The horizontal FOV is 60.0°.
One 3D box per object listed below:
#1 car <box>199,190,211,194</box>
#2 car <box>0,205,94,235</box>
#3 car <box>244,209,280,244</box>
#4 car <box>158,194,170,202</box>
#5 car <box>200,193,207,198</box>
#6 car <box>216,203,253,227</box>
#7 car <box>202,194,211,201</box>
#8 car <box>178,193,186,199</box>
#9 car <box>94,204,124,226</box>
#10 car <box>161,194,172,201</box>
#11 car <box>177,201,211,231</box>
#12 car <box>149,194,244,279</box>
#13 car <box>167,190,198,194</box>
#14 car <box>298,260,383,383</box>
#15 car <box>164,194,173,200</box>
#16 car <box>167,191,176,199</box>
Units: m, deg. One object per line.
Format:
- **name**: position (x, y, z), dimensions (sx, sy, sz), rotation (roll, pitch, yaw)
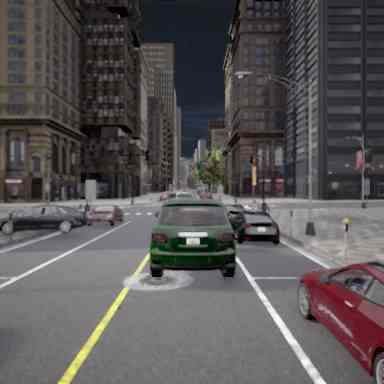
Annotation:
- **car**: position (3.023, 0.984, 65.939), dimensions (2.192, 1.841, 5.009), rotation (0, 0, 0)
- **car**: position (-7.498, 1.338, 16.701), dimensions (4.403, 1.369, 2.008), rotation (-1, 1, -9)
- **car**: position (2.765, 1.522, 15.256), dimensions (1.947, 1.339, 4.313), rotation (0, 0, 0)
- **car**: position (-5.504, 1.213, 65.993), dimensions (1.887, 1.381, 4.507), rotation (0, 0, 0)
- **car**: position (3.199, 1.024, 93.644), dimensions (1.802, 1.307, 4.206), rotation (1, 1, 0)
- **car**: position (2.765, 1.492, 22.621), dimensions (1.947, 1.339, 4.313), rotation (0, 0, 0)
- **car**: position (3.057, 1.173, 71.481), dimensions (1.887, 1.381, 4.507), rotation (0, 0, 0)
- **car**: position (-2.613, 1.056, 87.145), dimensions (1.994, 1.385, 4.181), rotation (0, 1, 0)
- **car**: position (-5.761, 1.508, 22.627), dimensions (1.802, 1.307, 4.206), rotation (0, 0, 0)
- **car**: position (-5.469, 1.179, 71.533), dimensions (2.008, 1.369, 4.403), rotation (0, 0, 0)
- **car**: position (0.099, 1.410, 21.105), dimensions (1.882, 1.535, 5.008), rotation (0, 0, 0)
- **car**: position (0.013, 1.194, 10.141), dimensions (2.150, 2.045, 5.566), rotation (0, 0, 0)
- **car**: position (-1.554, 1.051, 37.911), dimensions (2.150, 2.045, 5.566), rotation (0, 0, -19)
- **car**: position (2.765, 1.571, 4.454), dimensions (1.802, 1.307, 4.206), rotation (0, 0, 0)
- **car**: position (-5.433, 1.132, 77.073), dimensions (1.887, 1.381, 4.507), rotation (0, 0, 0)
- **car**: position (-5.360, 0.809, 88.152), dimensions (2.192, 1.841, 5.009), rotation (1, 1, 0)
